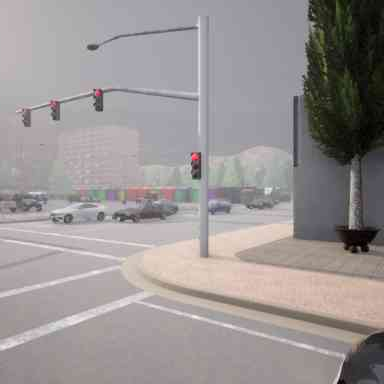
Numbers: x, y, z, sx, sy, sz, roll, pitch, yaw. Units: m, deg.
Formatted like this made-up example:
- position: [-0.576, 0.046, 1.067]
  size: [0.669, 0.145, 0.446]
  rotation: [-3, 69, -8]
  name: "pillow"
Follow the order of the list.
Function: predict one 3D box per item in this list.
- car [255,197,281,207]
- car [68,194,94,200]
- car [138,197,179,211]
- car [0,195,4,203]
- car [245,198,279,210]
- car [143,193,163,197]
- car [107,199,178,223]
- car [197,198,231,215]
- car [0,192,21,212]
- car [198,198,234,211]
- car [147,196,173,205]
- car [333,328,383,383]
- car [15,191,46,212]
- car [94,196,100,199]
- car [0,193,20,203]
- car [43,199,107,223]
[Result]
- position: [12.245, 1.613, 53.517]
  size: [2.033, 1.411, 5.357]
  rotation: [0, 0, 37]
  name: "car"
- position: [-21.292, 1.153, 62.635]
  size: [4.605, 1.855, 1.932]
  rotation: [0, 0, 35]
  name: "car"
- position: [-3.205, 1.526, 32.917]
  size: [1.812, 1.442, 4.674]
  rotation: [0, 0, 37]
  name: "car"
- position: [-38.304, 1.364, 64.563]
  size: [3.905, 1.438, 1.784]
  rotation: [0, 0, 35]
  name: "car"
- position: [8.930, 1.548, 43.342]
  size: [2.033, 1.411, 5.357]
  rotation: [0, 0, 37]
  name: "car"
- position: [-6.965, 1.156, 52.549]
  size: [3.866, 1.878, 1.905]
  rotation: [0, 0, 35]
  name: "car"
- position: [-3.750, 1.547, 26.310]
  size: [2.033, 1.411, 5.357]
  rotation: [0, 0, 36]
  name: "car"
- position: [2.391, 1.526, 34.575]
  size: [1.812, 1.442, 4.674]
  rotation: [0, 0, 37]
  name: "car"
- position: [-19.964, 1.153, 34.162]
  size: [4.605, 1.855, 1.932]
  rotation: [0, 0, 35]
  name: "car"
- position: [3.008, 1.491, 41.267]
  size: [2.128, 1.511, 4.902]
  rotation: [0, 0, 37]
  name: "car"
- position: [-5.287, 1.395, 54.909]
  size: [3.806, 1.475, 1.970]
  rotation: [0, 0, 35]
  name: "car"
- position: [3.319, 1.492, 1.599]
  size: [4.902, 1.511, 2.128]
  rotation: [0, 0, 36]
  name: "car"
- position: [-18.250, 1.156, 36.495]
  size: [3.866, 1.878, 1.905]
  rotation: [0, 0, 35]
  name: "car"
- position: [-19.569, 1.364, 64.964]
  size: [3.905, 1.438, 1.784]
  rotation: [0, 0, 35]
  name: "car"
- position: [-36.798, 1.153, 66.784]
  size: [4.605, 1.855, 1.932]
  rotation: [0, 0, 35]
  name: "car"
- position: [-8.589, 1.526, 25.573]
  size: [1.812, 1.442, 4.674]
  rotation: [0, 0, 38]
  name: "car"
